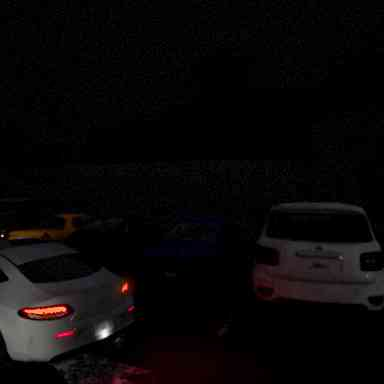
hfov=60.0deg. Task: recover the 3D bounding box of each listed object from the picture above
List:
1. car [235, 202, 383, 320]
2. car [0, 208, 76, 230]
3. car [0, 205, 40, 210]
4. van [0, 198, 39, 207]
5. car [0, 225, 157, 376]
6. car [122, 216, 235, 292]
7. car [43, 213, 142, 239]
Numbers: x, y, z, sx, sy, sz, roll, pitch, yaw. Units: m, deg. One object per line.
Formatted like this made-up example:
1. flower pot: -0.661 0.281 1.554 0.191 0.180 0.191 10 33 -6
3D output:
1. car: 2.641 1.240 7.635 2.435 2.045 5.566 0 -1 15
2. car: -4.600 1.498 12.978 1.946 1.575 5.366 0 -1 15
3. car: -7.071 1.534 14.559 2.163 1.488 4.792 0 -1 15
4. van: -9.531 1.283 16.151 1.878 1.987 4.442 0 -1 16
5. car: -2.978 1.526 5.504 4.674 1.442 1.812 0 0 36
6. car: 0.214 1.492 9.338 2.097 1.535 5.008 1 -1 16
7. car: -2.224 1.496 11.061 2.231 1.521 4.892 0 -1 15
